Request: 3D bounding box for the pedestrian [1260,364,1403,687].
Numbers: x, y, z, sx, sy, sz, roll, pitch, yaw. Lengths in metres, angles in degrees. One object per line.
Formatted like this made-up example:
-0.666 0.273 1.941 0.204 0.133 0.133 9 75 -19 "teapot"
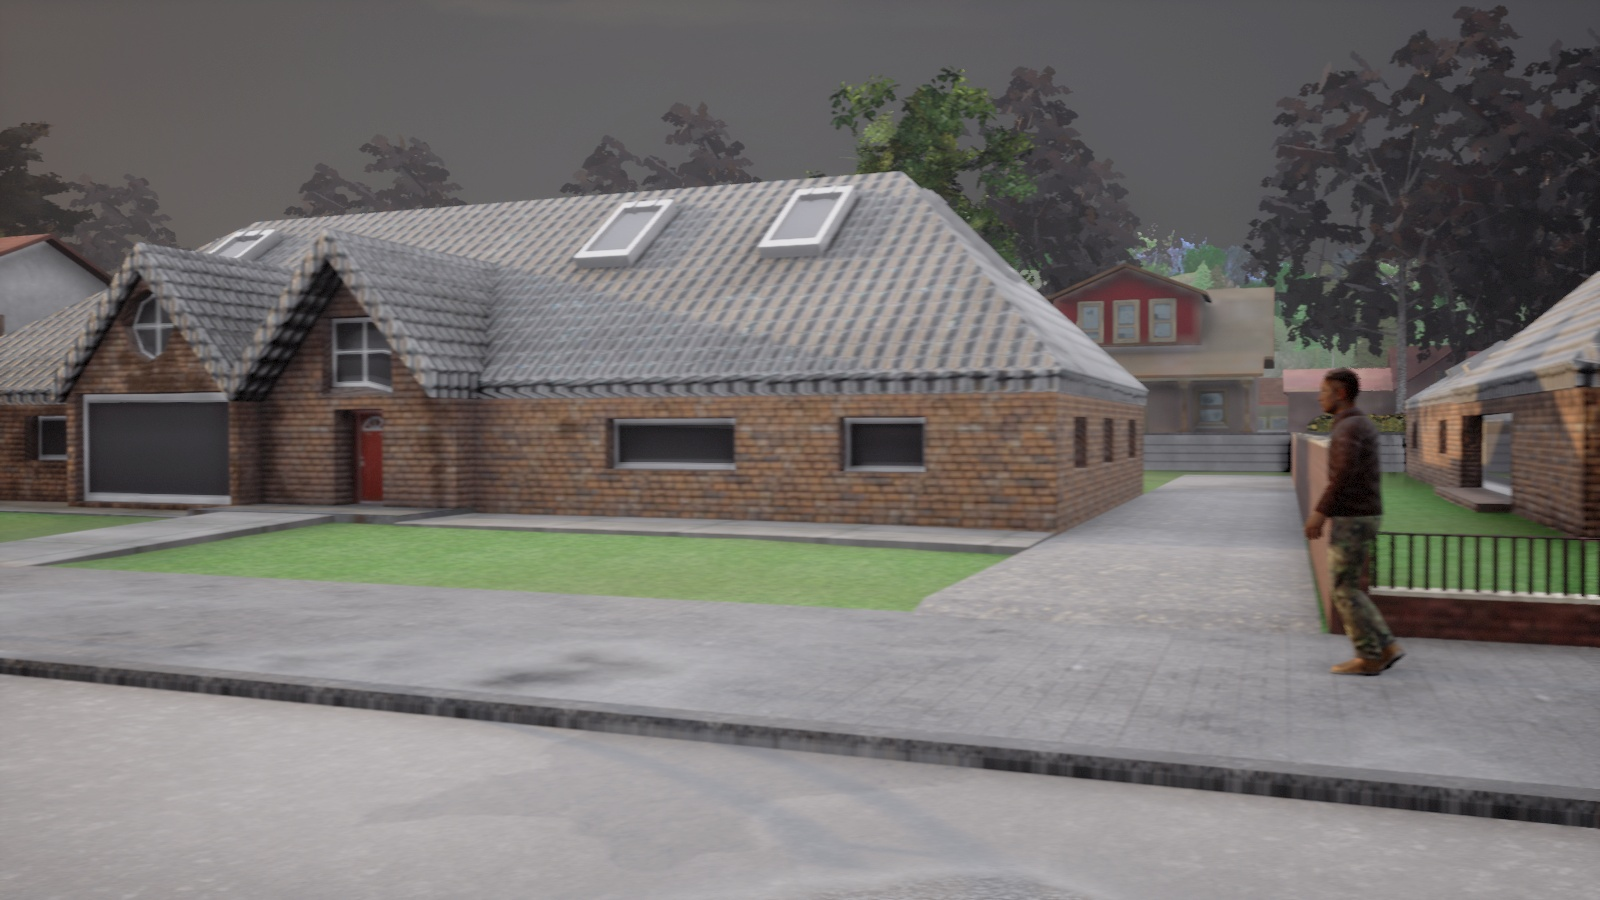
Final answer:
3.180 0.427 7.514 0.703 1.840 0.431 1 1 33 "pedestrian"
